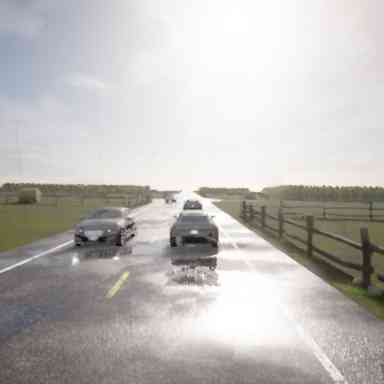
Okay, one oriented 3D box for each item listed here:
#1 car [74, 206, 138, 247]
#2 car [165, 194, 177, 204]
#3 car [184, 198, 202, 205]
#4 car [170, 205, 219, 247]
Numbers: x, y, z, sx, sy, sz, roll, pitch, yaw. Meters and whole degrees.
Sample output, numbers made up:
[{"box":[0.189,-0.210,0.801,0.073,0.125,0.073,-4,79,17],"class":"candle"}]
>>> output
[{"box":[-3.599,1.410,14.576,2.128,1.511,4.902,0,0,0],"class":"car"},{"box":[-3.561,1.150,56.184,2.128,1.511,4.902,0,0,0],"class":"car"},{"box":[0.082,1.353,35.574,1.994,1.385,4.181,0,0,0],"class":"car"},{"box":[0.090,1.482,14.631,1.994,1.385,4.181,0,0,0],"class":"car"}]
